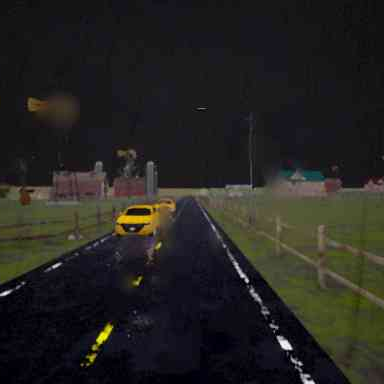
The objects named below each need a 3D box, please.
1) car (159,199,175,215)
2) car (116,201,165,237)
[{"bbox_3d":[-2.773,1.504,34.681,1.882,1.535,5.008,0,0,0],"label":"car"},{"bbox_3d":[-2.808,1.481,18.241,1.882,1.535,5.008,0,0,0],"label":"car"}]
